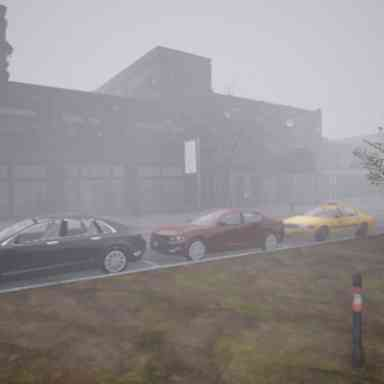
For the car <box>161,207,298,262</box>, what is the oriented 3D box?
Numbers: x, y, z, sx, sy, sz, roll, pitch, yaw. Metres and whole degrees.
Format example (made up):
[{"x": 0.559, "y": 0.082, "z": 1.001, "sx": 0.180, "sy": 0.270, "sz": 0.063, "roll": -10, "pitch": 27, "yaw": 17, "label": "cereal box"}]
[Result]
[{"x": 1.003, "y": 1.300, "z": 11.350, "sx": 5.008, "sy": 1.535, "sz": 2.097, "roll": 0, "pitch": 0, "yaw": -33, "label": "car"}]

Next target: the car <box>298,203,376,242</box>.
[{"x": 6.189, "y": 1.272, "z": 15.069, "sx": 5.366, "sy": 1.575, "sz": 1.946, "roll": 0, "pitch": 0, "yaw": -33, "label": "car"}]

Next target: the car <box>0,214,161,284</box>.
[{"x": -3.516, "y": 1.311, "z": 8.118, "sx": 4.892, "sy": 1.521, "sz": 2.231, "roll": -1, "pitch": 0, "yaw": -33, "label": "car"}]
